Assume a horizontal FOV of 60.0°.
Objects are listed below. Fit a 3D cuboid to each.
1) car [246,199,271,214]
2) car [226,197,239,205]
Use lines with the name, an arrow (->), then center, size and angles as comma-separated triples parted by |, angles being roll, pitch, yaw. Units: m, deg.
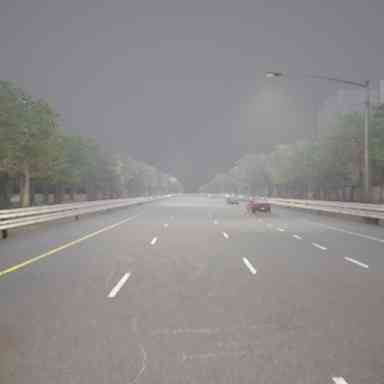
car -> 7.014, 1.483, 35.325 | 1.882, 1.535, 5.008 | 0, 0, 0
car -> 7.054, 1.578, 58.703 | 2.033, 1.411, 5.357 | 0, 0, 0
